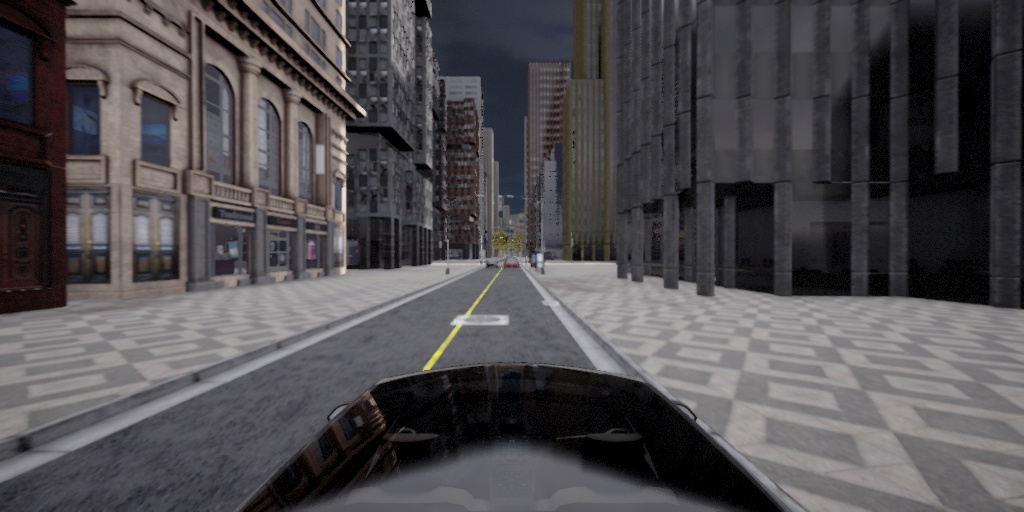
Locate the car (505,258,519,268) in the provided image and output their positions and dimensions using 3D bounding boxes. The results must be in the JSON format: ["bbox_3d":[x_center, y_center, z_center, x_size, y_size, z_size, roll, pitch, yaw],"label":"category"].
[{"bbox_3d":[-0.047,1.032,50.932,1.994,1.385,4.181,0,0,0],"label":"car"}]

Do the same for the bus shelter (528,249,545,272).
[{"bbox_3d":[3.095,0.556,42.713,1.920,2.740,3.880,0,0,0],"label":"bus shelter"}]

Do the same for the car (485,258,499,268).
[{"bbox_3d":[-3.106,1.158,56.329,1.837,1.490,4.892,0,0,0],"label":"car"}]
